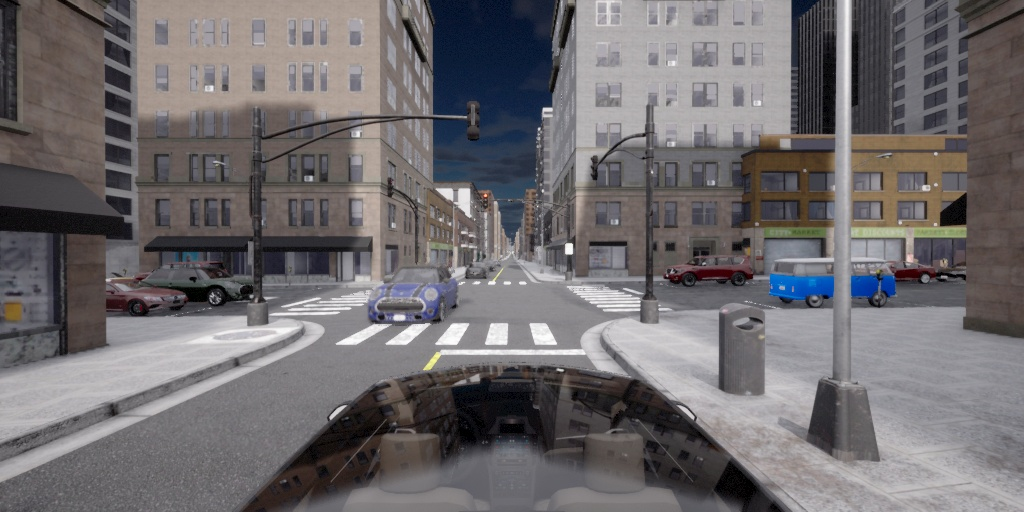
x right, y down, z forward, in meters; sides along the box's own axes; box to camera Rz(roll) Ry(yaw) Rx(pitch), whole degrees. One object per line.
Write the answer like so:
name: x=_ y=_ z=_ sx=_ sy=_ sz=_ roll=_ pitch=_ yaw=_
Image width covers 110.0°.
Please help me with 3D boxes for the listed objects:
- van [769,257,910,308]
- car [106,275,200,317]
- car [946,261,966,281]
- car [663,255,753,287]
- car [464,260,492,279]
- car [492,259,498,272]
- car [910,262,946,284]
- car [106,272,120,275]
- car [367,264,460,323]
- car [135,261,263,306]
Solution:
van: x=12.128 y=0.956 z=13.647 sx=3.998 sy=1.789 sz=1.690 roll=0 pitch=0 yaw=0
car: x=-14.809 y=1.527 z=13.601 sx=4.207 sy=1.307 sz=1.802 roll=0 pitch=0 yaw=0
car: x=28.939 y=0.915 z=22.201 sx=4.313 sy=1.339 sz=1.948 roll=0 pitch=0 yaw=0
car: x=12.112 y=0.871 z=22.172 sx=5.009 sy=1.841 sz=2.192 roll=0 pitch=0 yaw=0
car: x=-3.074 y=1.257 z=32.116 sx=1.837 sy=1.490 sz=4.892 roll=0 pitch=0 yaw=0
car: x=-3.062 y=1.263 z=45.566 sx=1.837 sy=1.490 sz=4.892 roll=0 pitch=2 yaw=0
car: x=23.330 y=0.963 z=22.191 sx=4.507 sy=1.381 sz=1.888 roll=0 pitch=0 yaw=0
car: x=-26.003 y=1.550 z=22.107 sx=4.829 sy=1.417 sz=1.751 roll=0 pitch=0 yaw=0
car: x=-3.091 y=1.100 z=12.094 sx=2.097 sy=1.767 sz=4.553 roll=0 pitch=0 yaw=0
car: x=-13.998 y=1.268 z=16.243 sx=4.553 sy=1.767 sz=2.097 roll=-1 pitch=0 yaw=0
